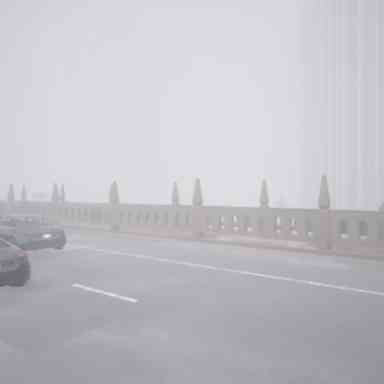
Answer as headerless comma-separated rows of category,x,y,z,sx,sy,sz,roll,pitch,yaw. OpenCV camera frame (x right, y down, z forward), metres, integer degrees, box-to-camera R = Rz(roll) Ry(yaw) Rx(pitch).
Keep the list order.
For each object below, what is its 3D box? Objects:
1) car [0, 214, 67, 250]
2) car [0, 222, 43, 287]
car,-6.886,1.564,13.208,4.181,1.385,1.994,0,0,36
car,-5.817,1.564,8.143,4.181,1.385,1.994,0,0,36
